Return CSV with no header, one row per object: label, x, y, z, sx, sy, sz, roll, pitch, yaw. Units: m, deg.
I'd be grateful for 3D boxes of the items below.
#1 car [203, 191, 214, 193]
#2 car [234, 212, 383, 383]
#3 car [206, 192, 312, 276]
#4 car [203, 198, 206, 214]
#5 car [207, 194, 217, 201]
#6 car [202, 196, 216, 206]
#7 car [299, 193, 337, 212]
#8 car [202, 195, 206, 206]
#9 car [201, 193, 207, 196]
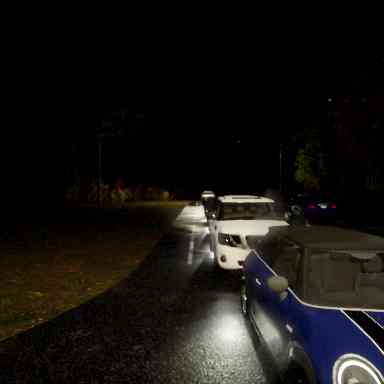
car,2.860,0.911,59.737,2.150,2.045,5.566,0,0,4
car,1.937,1.338,4.168,2.097,1.767,4.553,0,0,0
car,1.699,1.160,10.514,2.150,2.045,5.566,0,0,1
car,1.934,1.380,23.102,1.837,1.490,4.892,0,0,1
car,4.418,1.208,73.448,1.895,1.301,4.718,0,0,8
car,2.481,1.310,48.688,1.994,1.385,4.181,0,0,2
car,8.967,1.099,25.177,2.150,2.045,5.566,0,0,1
car,2.055,1.322,29.357,1.882,1.535,5.008,0,0,1
car,2.309,1.274,41.613,2.128,1.511,4.902,0,0,1
